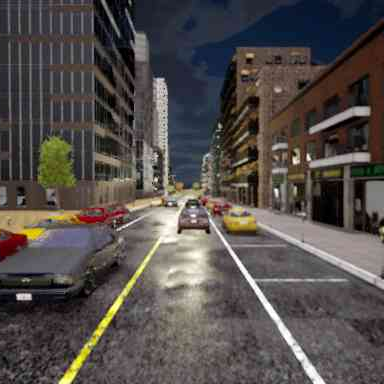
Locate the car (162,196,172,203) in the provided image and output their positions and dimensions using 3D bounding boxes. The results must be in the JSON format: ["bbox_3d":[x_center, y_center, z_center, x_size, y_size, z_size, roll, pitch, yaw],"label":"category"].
[{"bbox_3d":[-5.690,1.679,76.254,1.752,1.417,4.829,-1,0,0],"label":"car"}]

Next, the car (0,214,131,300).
[{"bbox_3d":[-3.103,1.562,8.810,2.033,1.411,5.357,0,0,0],"label":"car"}]

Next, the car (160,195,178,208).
[{"bbox_3d":[-3.089,1.586,49.880,2.128,1.511,4.902,0,0,0],"label":"car"}]

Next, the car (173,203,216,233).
[{"bbox_3d":[0.097,1.583,19.778,2.033,1.411,5.357,0,0,0],"label":"car"}]

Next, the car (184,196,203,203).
[{"bbox_3d":[0.091,1.580,39.994,1.837,1.490,4.892,0,0,0],"label":"car"}]

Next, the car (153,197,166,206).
[{"bbox_3d":[-5.686,1.661,59.330,1.887,1.381,4.507,-1,0,0],"label":"car"}]

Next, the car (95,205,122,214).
[{"bbox_3d":[-5.677,1.580,19.446,1.887,1.381,4.507,-1,0,0],"label":"car"}]

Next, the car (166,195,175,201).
[{"bbox_3d":[-5.695,1.619,87.819,1.967,1.590,4.097,-1,0,0],"label":"car"}]

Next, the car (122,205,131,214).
[{"bbox_3d":[-5.677,1.628,25.144,1.802,1.307,4.206,-1,0,0],"label":"car"}]

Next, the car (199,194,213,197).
[{"bbox_3d":[2.657,1.418,53.510,2.192,1.841,5.009,-1,0,0],"label":"car"}]

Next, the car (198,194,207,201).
[{"bbox_3d":[2.650,1.494,87.696,2.192,1.841,5.009,-1,0,0],"label":"car"}]

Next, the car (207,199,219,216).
[{"bbox_3d":[2.667,1.601,30.719,1.887,1.381,4.507,-1,0,0],"label":"car"}]

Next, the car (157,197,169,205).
[{"bbox_3d":[-5.687,1.679,65.028,2.008,1.369,4.403,-1,0,0],"label":"car"}]

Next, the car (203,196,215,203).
[{"bbox_3d":[2.664,1.605,42.284,1.752,1.417,4.829,-1,0,0],"label":"car"}]

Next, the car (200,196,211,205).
[{"bbox_3d":[2.657,1.568,64.905,1.967,1.590,4.097,-1,0,0],"label":"car"}]

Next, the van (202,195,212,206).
[{"bbox_3d":[2.656,1.457,59.207,1.690,1.788,3.998,-1,0,0],"label":"van"}]

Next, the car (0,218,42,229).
[{"bbox_3d":[-5.674,1.559,8.049,1.887,1.381,4.507,-1,0,0],"label":"car"}]

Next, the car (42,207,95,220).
[{"bbox_3d":[-5.676,1.549,13.577,1.752,1.417,4.829,-1,0,0],"label":"car"}]

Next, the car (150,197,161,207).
[{"bbox_3d":[-5.685,1.628,53.463,1.752,1.417,4.829,-1,0,0],"label":"car"}]

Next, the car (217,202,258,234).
[{"bbox_3d":[2.670,1.560,19.494,1.752,1.417,4.829,-1,0,0],"label":"car"}]
